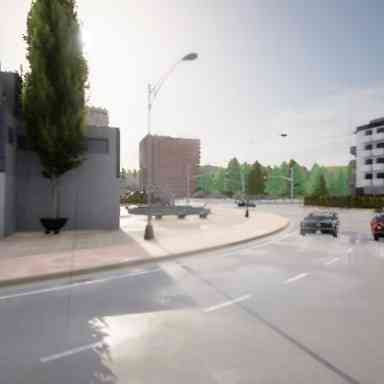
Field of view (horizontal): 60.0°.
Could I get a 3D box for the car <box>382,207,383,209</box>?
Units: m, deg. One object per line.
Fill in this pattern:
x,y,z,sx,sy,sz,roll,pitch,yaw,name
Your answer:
18.410,1.896,30.471,1.895,1.301,4.718,0,-1,8,car

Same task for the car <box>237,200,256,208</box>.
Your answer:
9.818,2.151,60.135,1.837,1.490,4.892,0,-1,-19,car

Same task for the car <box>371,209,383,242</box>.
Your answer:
10.340,1.767,17.093,1.895,1.301,4.718,0,-1,27,car

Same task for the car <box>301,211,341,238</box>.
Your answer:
7.471,1.788,19.087,1.895,1.301,4.718,0,-1,26,car
